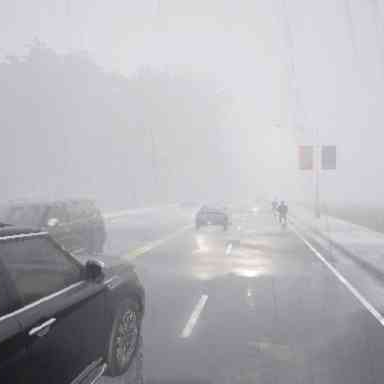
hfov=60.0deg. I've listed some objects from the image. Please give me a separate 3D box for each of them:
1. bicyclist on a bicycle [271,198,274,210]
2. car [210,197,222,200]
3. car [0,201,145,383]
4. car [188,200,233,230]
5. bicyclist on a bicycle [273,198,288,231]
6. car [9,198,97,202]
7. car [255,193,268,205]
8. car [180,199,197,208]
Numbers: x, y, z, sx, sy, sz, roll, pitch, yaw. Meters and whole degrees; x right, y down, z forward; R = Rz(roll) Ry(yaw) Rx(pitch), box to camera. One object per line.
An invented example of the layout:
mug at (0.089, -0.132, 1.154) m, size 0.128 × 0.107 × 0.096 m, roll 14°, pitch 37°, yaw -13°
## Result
bicyclist on a bicycle at (7.049, 1.370, 28.399) m, size 0.659 × 1.776 × 1.843 m, roll 0°, pitch 0°, yaw 11°
car at (3.469, 1.499, 48.899) m, size 2.128 × 1.511 × 4.902 m, roll 0°, pitch 0°, yaw 11°
car at (-2.171, 1.221, 2.614) m, size 2.150 × 2.045 × 5.566 m, roll 0°, pitch 0°, yaw 11°
car at (1.455, 1.491, 20.949) m, size 2.128 × 1.511 × 4.902 m, roll 0°, pitch 0°, yaw 11°
bicyclist on a bicycle at (5.264, 1.370, 19.375) m, size 0.659 × 1.776 × 1.843 m, roll 0°, pitch 0°, yaw 11°
car at (-4.369, 1.220, 9.285) m, size 2.150 × 2.045 × 5.566 m, roll 0°, pitch 0°, yaw 11°
car at (12.784, 1.236, 61.418) m, size 2.150 × 2.045 × 5.566 m, roll 0°, pitch -1°, yaw 10°
car at (-0.293, 1.605, 46.637) m, size 1.895 × 1.301 × 4.718 m, roll 0°, pitch 0°, yaw 11°
